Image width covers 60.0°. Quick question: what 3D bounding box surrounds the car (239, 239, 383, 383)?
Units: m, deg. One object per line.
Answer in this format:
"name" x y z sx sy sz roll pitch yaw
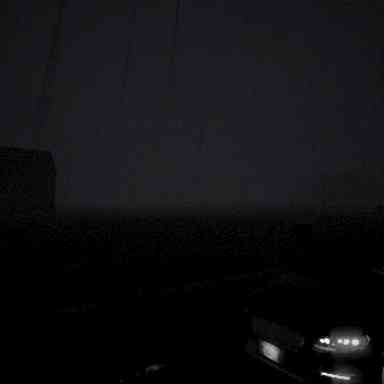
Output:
"car" 2.863 1.547 5.183 4.902 1.511 2.128 1 0 -36
